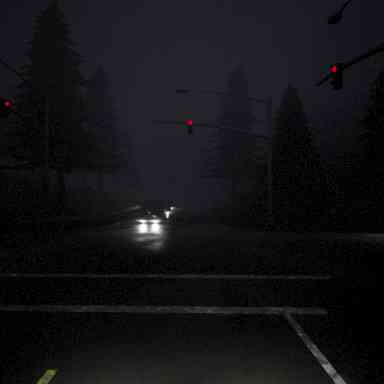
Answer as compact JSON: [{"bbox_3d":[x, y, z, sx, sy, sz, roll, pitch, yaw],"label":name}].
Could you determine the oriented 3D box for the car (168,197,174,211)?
[{"bbox_3d":[-3.648,1.478,41.028,1.882,1.535,5.008,0,0,0],"label":"car"}]

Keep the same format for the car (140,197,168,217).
[{"bbox_3d":[-3.654,1.491,30.819,2.128,1.511,4.902,0,0,0],"label":"car"}]

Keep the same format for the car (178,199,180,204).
[{"bbox_3d":[-4.100,1.564,61.663,1.994,1.385,4.181,0,0,-39],"label":"car"}]

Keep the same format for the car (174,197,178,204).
[{"bbox_3d":[-4.239,1.492,52.955,2.128,1.511,4.902,0,0,-15],"label":"car"}]
